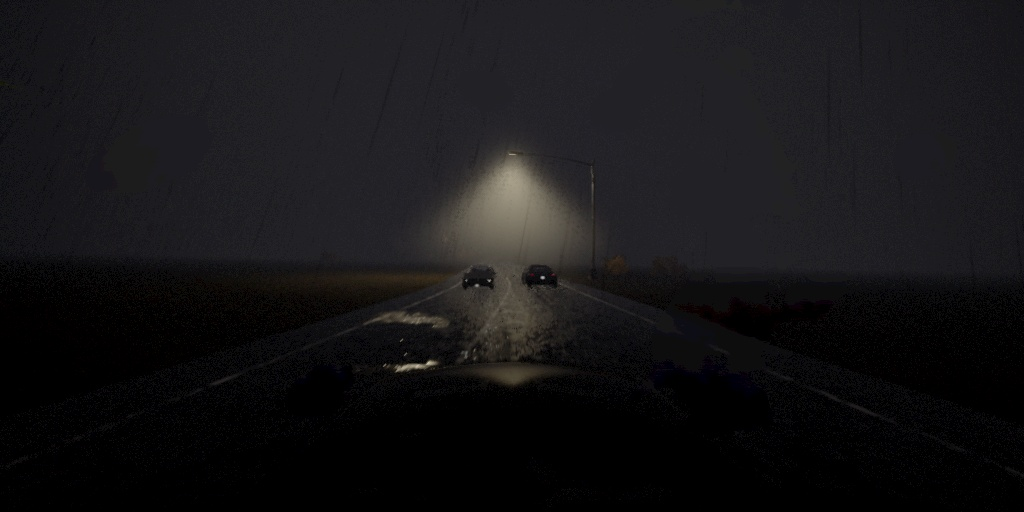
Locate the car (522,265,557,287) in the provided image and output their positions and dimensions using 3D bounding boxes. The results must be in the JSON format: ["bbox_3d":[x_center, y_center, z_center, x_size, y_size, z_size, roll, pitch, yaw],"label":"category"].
[{"bbox_3d":[1.755,1.278,23.846,1.994,1.385,4.181,0,0,-3],"label":"car"}]

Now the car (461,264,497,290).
[{"bbox_3d":[-1.915,1.237,22.369,2.033,1.411,5.357,0,0,0],"label":"car"}]
